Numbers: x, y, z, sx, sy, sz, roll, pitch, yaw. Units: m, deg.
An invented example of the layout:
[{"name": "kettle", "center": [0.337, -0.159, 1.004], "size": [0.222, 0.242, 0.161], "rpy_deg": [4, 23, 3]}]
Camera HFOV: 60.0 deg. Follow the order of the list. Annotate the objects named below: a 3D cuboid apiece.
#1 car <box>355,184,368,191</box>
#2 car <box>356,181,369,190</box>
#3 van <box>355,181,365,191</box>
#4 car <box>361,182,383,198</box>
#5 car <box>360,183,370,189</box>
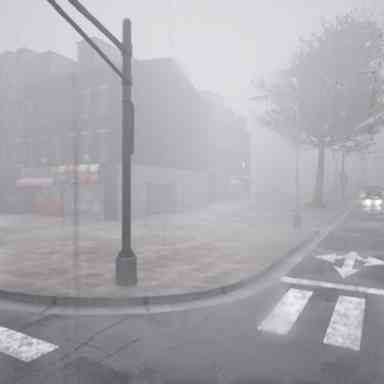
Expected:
[{"name": "car", "center": [34.461, -0.967, 67.552], "size": [2.008, 1.369, 4.403], "rpy_deg": [2, 3, 30]}, {"name": "car", "center": [36.921, -1.350, 71.877], "size": [2.192, 1.841, 5.009], "rpy_deg": [2, 3, 30]}, {"name": "van", "center": [32.827, -1.077, 64.655], "size": [1.690, 1.788, 3.998], "rpy_deg": [2, 3, 30]}, {"name": "car", "center": [23.428, -0.088, 42.837], "size": [2.128, 1.511, 4.902], "rpy_deg": [0, 3, 30]}, {"name": "car", "center": [42.132, -1.426, 81.088], "size": [1.887, 1.381, 4.507], "rpy_deg": [2, 3, 30]}]
